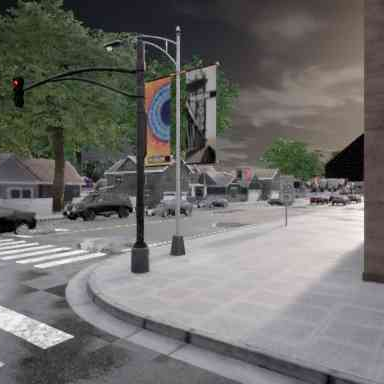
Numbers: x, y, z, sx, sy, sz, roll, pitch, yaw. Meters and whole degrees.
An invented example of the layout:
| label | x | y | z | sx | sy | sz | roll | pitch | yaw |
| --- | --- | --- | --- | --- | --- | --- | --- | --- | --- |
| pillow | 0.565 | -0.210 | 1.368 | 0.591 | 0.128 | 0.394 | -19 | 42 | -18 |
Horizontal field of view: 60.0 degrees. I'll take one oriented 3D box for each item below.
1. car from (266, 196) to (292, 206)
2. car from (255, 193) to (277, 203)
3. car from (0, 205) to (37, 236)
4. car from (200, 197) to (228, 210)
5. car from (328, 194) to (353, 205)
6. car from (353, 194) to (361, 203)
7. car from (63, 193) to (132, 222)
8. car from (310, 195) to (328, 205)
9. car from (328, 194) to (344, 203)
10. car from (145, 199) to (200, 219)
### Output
| label | x | y | z | sx | sy | sz | roll | pitch | yaw |
| --- | --- | --- | --- | --- | --- | --- | --- | --- | --- |
| car | 12.807 | 1.278 | 47.895 | 2.033 | 1.411 | 5.357 | 0 | 0 | 36 |
| car | 11.529 | 0.885 | 51.652 | 1.994 | 1.385 | 4.181 | 0 | 0 | 36 |
| car | -10.095 | 1.423 | 15.994 | 1.882 | 1.535 | 5.008 | 0 | 0 | 36 |
| car | 2.447 | 1.290 | 39.107 | 2.128 | 1.511 | 4.902 | 0 | 0 | 36 |
| car | 22.282 | 1.203 | 49.756 | 1.837 | 1.490 | 4.892 | 0 | 0 | 35 |
| car | 28.276 | 1.155 | 58.143 | 1.837 | 1.490 | 4.892 | 0 | 0 | 36 |
| car | -7.126 | 1.108 | 25.755 | 2.150 | 2.045 | 5.566 | 0 | 1 | 36 |
| car | 20.029 | 1.171 | 52.192 | 1.882 | 1.535 | 5.008 | 0 | 0 | 36 |
| car | 26.664 | 1.146 | 61.473 | 1.837 | 1.490 | 4.892 | 0 | 0 | 36 |
| car | -1.825 | 1.355 | 27.561 | 2.128 | 1.511 | 4.902 | 0 | 0 | 35 |
